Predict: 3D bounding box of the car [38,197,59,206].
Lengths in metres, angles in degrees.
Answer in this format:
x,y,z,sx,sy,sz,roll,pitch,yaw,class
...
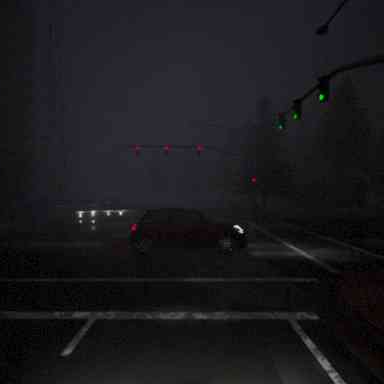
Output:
x,y,z,sx,sy,sz,roll,pitch,yaw,class
-24.254,1.576,56.234,4.181,1.385,1.994,0,0,37,car

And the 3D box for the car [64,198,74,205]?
x,y,z,sx,sy,sz,roll,pitch,yaw,class
-19.947,1.612,57.229,4.718,1.301,1.895,0,0,41,car

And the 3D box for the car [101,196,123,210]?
x,y,z,sx,sy,sz,roll,pitch,yaw,class
-10.539,1.360,43.801,2.097,1.767,4.553,0,0,-25,car

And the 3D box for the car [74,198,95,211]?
x,y,z,sx,sy,sz,roll,pitch,yaw,class
-13.299,1.513,41.472,1.837,1.490,4.892,0,0,-23,car

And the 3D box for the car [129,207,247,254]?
x,y,z,sx,sy,sz,roll,pitch,yaw,class
-0.127,1.390,13.224,4.553,1.767,2.097,0,0,0,car
